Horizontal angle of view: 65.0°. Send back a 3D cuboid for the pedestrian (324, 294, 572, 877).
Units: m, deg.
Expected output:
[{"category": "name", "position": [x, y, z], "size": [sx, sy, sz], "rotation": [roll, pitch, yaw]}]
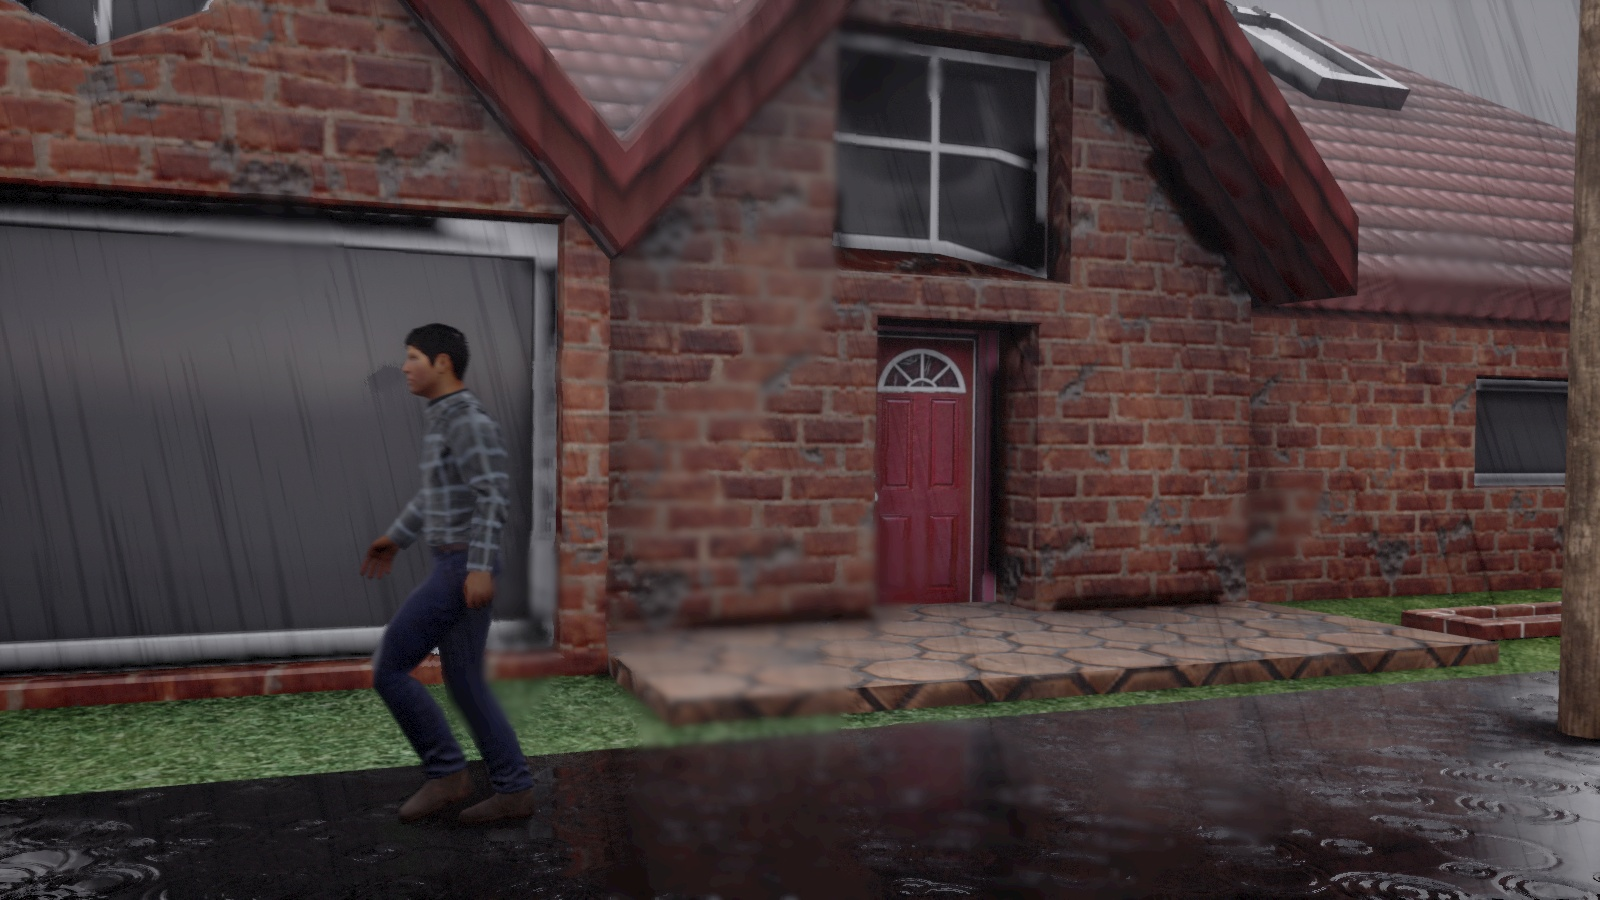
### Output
[{"category": "pedestrian", "position": [-1.243, 0.448, 4.491], "size": [0.788, 1.949, 0.423], "rotation": [-1, 1, -14]}]
